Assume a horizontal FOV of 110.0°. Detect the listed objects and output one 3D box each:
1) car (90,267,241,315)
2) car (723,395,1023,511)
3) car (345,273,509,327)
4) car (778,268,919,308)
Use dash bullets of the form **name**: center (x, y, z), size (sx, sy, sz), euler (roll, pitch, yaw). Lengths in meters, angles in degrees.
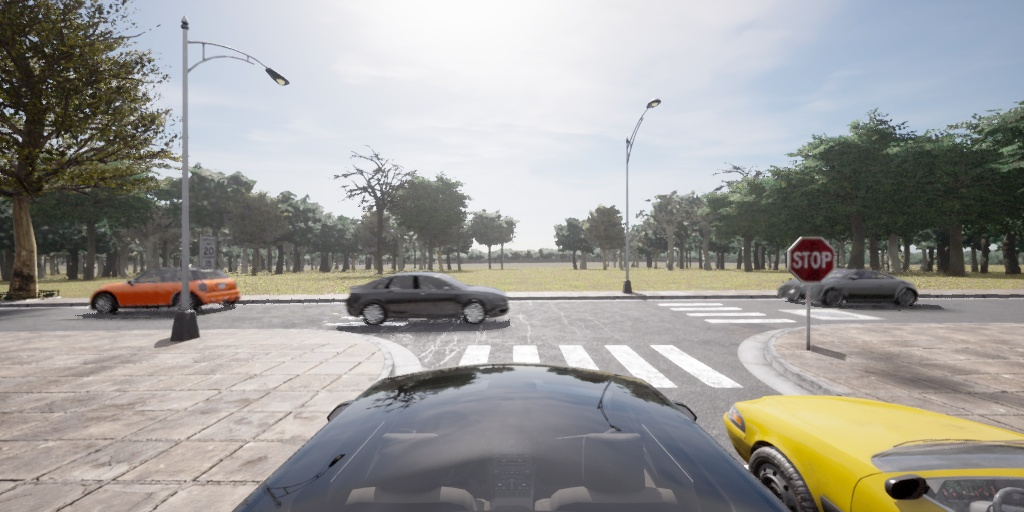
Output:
- **car**: center (-13.546, 1.254, 14.147), size (4.553, 1.767, 2.097), euler (-1, 0, 1)
- **car**: center (2.634, 1.275, 1.084), size (1.751, 1.417, 4.829), euler (0, 0, 0)
- **car**: center (-2.542, 1.256, 11.099), size (4.892, 1.490, 1.837), euler (-1, 0, 1)
- **car**: center (12.882, 1.179, 13.911), size (4.181, 1.385, 1.994), euler (0, 0, 1)
